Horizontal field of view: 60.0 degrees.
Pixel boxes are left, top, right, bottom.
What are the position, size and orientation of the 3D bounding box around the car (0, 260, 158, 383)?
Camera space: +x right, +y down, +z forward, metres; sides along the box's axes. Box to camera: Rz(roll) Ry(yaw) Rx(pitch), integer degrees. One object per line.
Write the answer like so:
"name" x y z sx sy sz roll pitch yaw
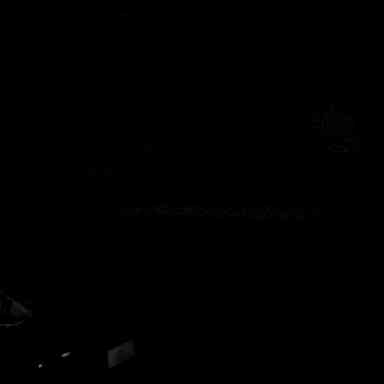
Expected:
"car" -2.372 1.612 4.418 4.313 1.339 1.947 -1 -1 36
